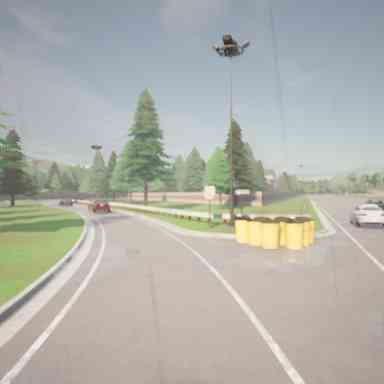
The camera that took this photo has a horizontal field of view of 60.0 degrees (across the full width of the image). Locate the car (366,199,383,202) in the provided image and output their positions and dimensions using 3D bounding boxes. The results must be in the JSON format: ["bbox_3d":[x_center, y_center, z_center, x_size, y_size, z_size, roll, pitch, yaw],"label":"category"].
[{"bbox_3d":[21.231,1.577,38.897,2.128,1.511,4.902,0,0,19],"label":"car"}]

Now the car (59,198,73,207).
[{"bbox_3d":[-23.741,1.954,62.685,2.128,1.511,4.902,0,0,-31],"label":"car"}]

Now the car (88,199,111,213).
[{"bbox_3d":[-11.523,1.630,41.122,2.097,1.767,4.553,0,0,-25],"label":"car"}]

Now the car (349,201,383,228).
[{"bbox_3d":[12.016,1.578,22.803,1.812,1.442,4.674,0,0,19],"label":"car"}]
